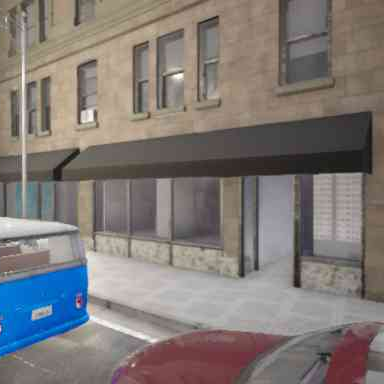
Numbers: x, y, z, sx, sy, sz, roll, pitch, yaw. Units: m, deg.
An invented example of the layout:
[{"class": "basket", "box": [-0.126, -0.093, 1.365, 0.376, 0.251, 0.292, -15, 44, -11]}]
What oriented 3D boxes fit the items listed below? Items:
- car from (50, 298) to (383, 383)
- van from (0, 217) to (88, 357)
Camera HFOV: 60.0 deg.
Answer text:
[{"class": "car", "box": [1.182, 1.557, 2.003, 4.206, 1.307, 1.802, 0, 1, 36]}, {"class": "van", "box": [-3.410, 1.297, 5.329, 3.998, 1.788, 1.690, 0, 1, 36]}]
